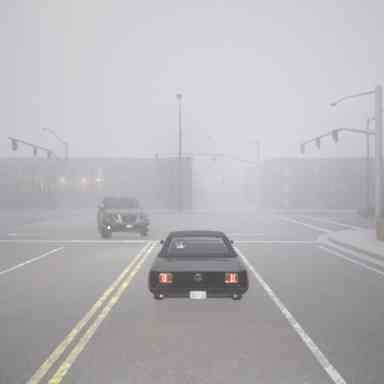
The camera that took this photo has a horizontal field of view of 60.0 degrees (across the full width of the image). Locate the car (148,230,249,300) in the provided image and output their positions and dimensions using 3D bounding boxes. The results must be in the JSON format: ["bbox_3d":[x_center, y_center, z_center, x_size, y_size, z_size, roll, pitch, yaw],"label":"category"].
[{"bbox_3d":[0.122,1.601,8.321,1.895,1.301,4.718,0,0,0],"label":"car"}]

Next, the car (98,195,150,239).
[{"bbox_3d":[-3.804,1.221,17.924,2.150,2.045,5.566,1,0,-20],"label":"car"}]

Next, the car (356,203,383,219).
[{"bbox_3d":[16.895,1.600,28.735,4.718,1.301,1.895,0,0,0],"label":"car"}]
